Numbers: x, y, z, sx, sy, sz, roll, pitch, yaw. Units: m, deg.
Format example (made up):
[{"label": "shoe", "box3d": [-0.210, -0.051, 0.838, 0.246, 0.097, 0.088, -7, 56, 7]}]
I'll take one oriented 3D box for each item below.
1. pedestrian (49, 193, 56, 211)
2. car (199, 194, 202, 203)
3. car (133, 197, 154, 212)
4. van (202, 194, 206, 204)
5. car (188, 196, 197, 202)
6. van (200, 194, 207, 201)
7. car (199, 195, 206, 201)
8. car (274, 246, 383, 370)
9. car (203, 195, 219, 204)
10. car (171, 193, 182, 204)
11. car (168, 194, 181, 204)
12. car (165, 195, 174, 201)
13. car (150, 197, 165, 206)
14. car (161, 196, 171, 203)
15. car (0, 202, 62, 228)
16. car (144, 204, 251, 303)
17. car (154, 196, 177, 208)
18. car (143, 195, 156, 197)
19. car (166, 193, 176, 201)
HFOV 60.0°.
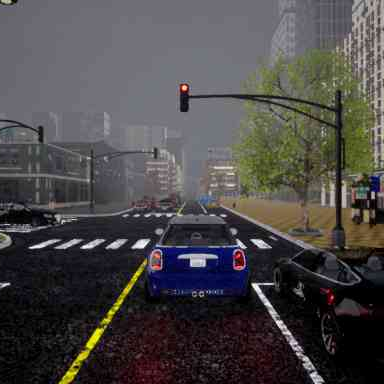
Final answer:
[{"label": "pedestrian", "box3d": [-12.710, 1.039, 30.205, 0.375, 1.860, 0.375, 0, -1, -1]}, {"label": "car", "box3d": [2.774, 1.556, 60.386, 2.008, 1.369, 4.403, 0, 0, 0]}, {"label": "car", "box3d": [-5.636, 1.584, 38.191, 1.802, 1.307, 4.206, 0, 0, 0]}, {"label": "van", "box3d": [2.760, 1.345, 49.284, 1.690, 1.788, 3.998, 0, 0, 0]}, {"label": "car", "box3d": [0.106, 1.547, 79.206, 2.033, 1.411, 5.357, 0, 0, 0]}, {"label": "van", "box3d": [2.805, 1.349, 82.590, 1.690, 1.788, 3.998, 0, 0, 0]}, {"label": "car", "box3d": [2.812, 1.534, 88.311, 1.752, 1.417, 4.829, 0, 0, 0]}, {"label": "car", "box3d": [2.701, 1.566, 5.704, 1.947, 1.339, 4.313, 0, 0, 0]}, {"label": "car", "box3d": [2.752, 1.528, 43.903, 1.752, 1.417, 4.829, 0, 0, 0]}, {"label": "car", "box3d": [-2.992, 1.226, 59.008, 2.150, 2.045, 5.566, 0, 0, 1]}, {"label": "car", "box3d": [-3.033, 1.481, 48.511, 1.882, 1.535, 5.008, 0, 0, 0]}, {"label": "car", "box3d": [-5.577, 1.559, 82.599, 2.008, 1.369, 4.403, 0, 0, 0]}, {"label": "car", "box3d": [-5.614, 1.555, 54.844, 2.008, 1.369, 4.403, 0, 0, 0]}, {"label": "car", "box3d": [-5.592, 1.532, 71.327, 1.752, 1.417, 4.829, 0, 0, 0]}, {"label": "car", "box3d": [-10.690, 1.387, 20.922, 4.902, 1.511, 2.128, 1, 0, 7]}, {"label": "car", "box3d": [0.111, 1.352, 8.372, 2.097, 1.767, 4.553, 0, 0, 0]}, {"label": "car", "box3d": [-3.041, 1.528, 38.477, 1.812, 1.442, 4.674, 0, 0, -2]}, {"label": "car", "box3d": [-5.628, 1.318, 43.742, 2.192, 1.841, 5.009, 0, 0, 0]}, {"label": "car", "box3d": [-5.568, 1.324, 88.150, 2.192, 1.841, 5.009, 0, 0, 0]}]
